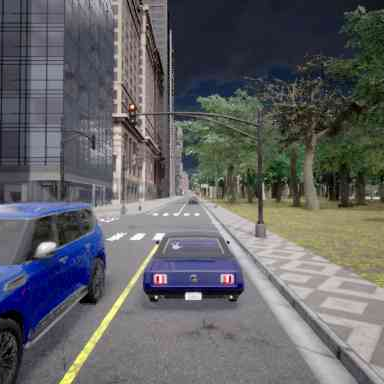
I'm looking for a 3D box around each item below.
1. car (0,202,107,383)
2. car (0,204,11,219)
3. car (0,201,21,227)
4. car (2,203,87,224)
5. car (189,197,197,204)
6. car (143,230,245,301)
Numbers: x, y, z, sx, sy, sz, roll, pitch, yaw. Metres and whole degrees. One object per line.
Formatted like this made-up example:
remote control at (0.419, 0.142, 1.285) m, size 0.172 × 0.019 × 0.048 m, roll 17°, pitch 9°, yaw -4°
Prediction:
car at (-2.997, 1.224, 5.236) m, size 2.150 × 2.045 × 5.566 m, roll 0°, pitch 0°, yaw 1°
car at (-18.935, 1.726, 29.808) m, size 4.313 × 1.339 × 1.947 m, roll 0°, pitch -1°, yaw 0°
car at (-13.491, 1.371, 21.284) m, size 4.097 × 1.590 × 1.967 m, roll 0°, pitch -2°, yaw -1°
car at (-10.630, 1.561, 24.422) m, size 5.357 × 1.411 × 2.033 m, roll 0°, pitch -1°, yaw -9°
car at (0.250, 1.753, 70.773) m, size 2.033 × 1.411 × 5.357 m, roll 0°, pitch 0°, yaw 0°
car at (0.023, 1.607, 8.262) m, size 1.895 × 1.301 × 4.718 m, roll 0°, pitch 0°, yaw 0°
